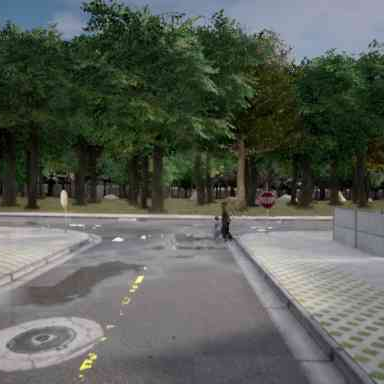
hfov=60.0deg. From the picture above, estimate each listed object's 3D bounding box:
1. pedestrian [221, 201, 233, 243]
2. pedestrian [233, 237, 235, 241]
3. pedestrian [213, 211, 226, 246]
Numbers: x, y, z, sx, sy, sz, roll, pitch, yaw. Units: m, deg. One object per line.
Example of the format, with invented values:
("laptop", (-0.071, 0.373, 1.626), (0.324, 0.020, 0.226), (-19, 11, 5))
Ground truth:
("pedestrian", (1.441, 1.286, 14.408), (0.375, 1.860, 0.375), (-1, 1, 0))
("pedestrian", (1.600, 1.286, 15.033), (0.375, 1.860, 0.375), (-1, 1, 0))
("pedestrian", (1.100, 1.567, 13.771), (0.375, 1.300, 0.375), (-1, 1, 0))
